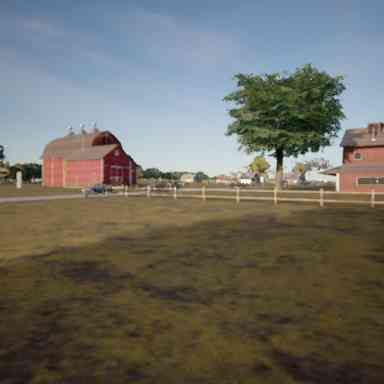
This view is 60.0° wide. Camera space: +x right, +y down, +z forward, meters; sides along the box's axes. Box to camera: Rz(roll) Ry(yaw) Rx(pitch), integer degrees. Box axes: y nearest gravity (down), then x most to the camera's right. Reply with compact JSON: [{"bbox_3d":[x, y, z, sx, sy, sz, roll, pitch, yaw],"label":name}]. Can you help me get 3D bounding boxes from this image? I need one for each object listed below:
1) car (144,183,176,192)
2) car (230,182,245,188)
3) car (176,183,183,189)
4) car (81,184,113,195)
[{"bbox_3d":[-5.549,-0.685,55.313,2.033,1.411,5.357,1,3,36],"label":"car"},{"bbox_3d":[10.743,-1.640,78.067,1.837,1.490,4.892,1,2,36],"label":"car"},{"bbox_3d":[-3.705,-0.968,62.646,2.033,1.411,5.357,1,3,36],"label":"car"},{"bbox_3d":[-13.874,-0.424,48.628,2.128,1.511,4.902,1,3,36],"label":"car"}]
